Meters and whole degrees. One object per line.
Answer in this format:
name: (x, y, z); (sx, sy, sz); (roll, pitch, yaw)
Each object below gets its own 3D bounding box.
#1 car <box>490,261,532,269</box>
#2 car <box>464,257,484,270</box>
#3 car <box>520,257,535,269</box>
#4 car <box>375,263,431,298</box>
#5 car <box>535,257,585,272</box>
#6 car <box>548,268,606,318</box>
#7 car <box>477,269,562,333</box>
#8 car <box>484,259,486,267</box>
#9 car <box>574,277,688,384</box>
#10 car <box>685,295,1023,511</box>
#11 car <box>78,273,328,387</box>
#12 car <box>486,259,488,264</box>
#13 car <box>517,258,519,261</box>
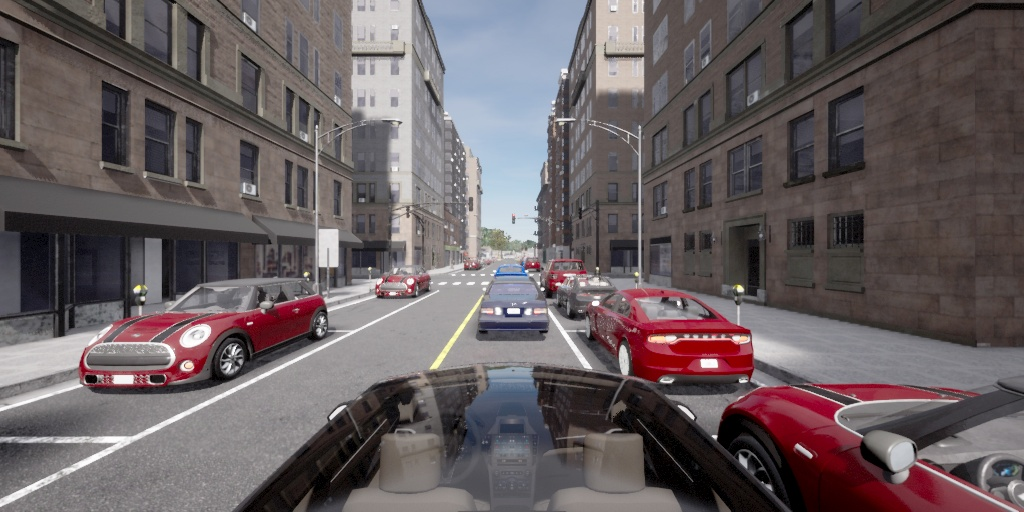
car: (-0.073, 1.227, 20.479); (1.882, 1.535, 5.008); (0, 0, 0)
car: (-5.615, 1.060, 50.896); (2.192, 1.841, 5.009); (0, 0, 0)
car: (2.527, 1.061, 45.426); (2.192, 1.841, 5.009); (0, 0, 0)
car: (-5.452, 1.189, 18.337); (1.967, 1.591, 4.097); (0, 0, 0)
car: (2.573, 1.064, 18.370); (2.192, 1.841, 5.009); (0, 0, 0)
car: (2.596, 1.300, 12.688); (2.007, 1.370, 4.403); (0, 0, 0)
car: (0.043, 1.297, 10.661); (2.033, 1.411, 5.357); (0, 0, 0)
car: (-5.635, 1.310, 56.399); (1.948, 1.339, 4.313); (0, 0, 0)
car: (2.619, 1.295, 7.006); (1.888, 1.381, 4.507); (0, 0, 0)
car: (2.642, 1.190, 1.323); (1.967, 1.591, 4.097); (0, 0, 0)
car: (-5.406, 1.189, 6.972); (1.967, 1.591, 4.097); (0, 0, 0)
car: (-5.655, 1.294, 61.903); (2.007, 1.370, 4.403); (0, 0, 0)
car: (2.447, 1.058, 61.937); (2.192, 1.841, 5.009); (0, 0, 0)
